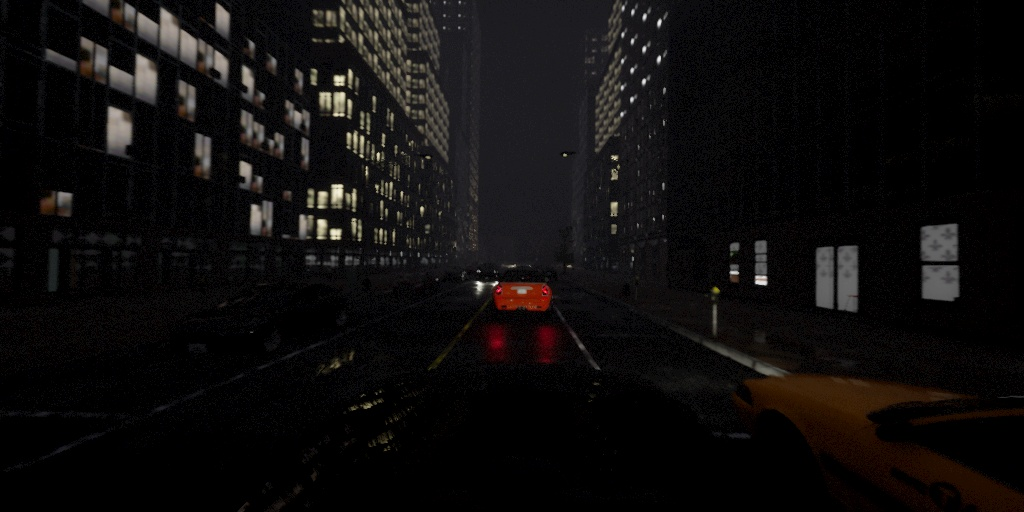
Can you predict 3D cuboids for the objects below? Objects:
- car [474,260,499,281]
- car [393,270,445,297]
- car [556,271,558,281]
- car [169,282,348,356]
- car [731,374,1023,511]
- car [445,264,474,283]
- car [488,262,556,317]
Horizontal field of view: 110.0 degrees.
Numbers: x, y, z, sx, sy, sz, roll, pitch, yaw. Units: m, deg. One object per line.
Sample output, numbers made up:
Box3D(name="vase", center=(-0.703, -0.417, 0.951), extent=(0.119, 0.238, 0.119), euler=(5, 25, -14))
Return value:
Box3D(name="car", center=(-2.170, 1.424, 34.265), extent=(2.097, 1.767, 4.553), euler=(1, 0, 2))
Box3D(name="car", center=(-5.236, 1.451, 19.973), extent=(1.802, 1.307, 4.207), euler=(0, 0, 2))
Box3D(name="car", center=(3.650, 1.759, 36.777), extent=(1.948, 1.339, 4.313), euler=(0, 0, 2))
Box3D(name="car", center=(-5.578, 1.304, 8.596), extent=(1.948, 1.339, 4.313), euler=(0, 0, 2))
Box3D(name="car", center=(3.061, 1.252, 1.381), extent=(1.801, 1.575, 5.366), euler=(1, -1, 2))
Box3D(name="car", center=(-4.896, 1.549, 31.353), extent=(2.007, 1.370, 4.403), euler=(0, 0, 2))
Box3D(name="car", center=(0.398, 1.248, 14.258), extent=(2.097, 1.767, 4.553), euler=(1, -1, 2))
